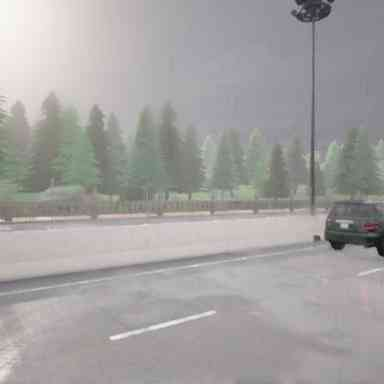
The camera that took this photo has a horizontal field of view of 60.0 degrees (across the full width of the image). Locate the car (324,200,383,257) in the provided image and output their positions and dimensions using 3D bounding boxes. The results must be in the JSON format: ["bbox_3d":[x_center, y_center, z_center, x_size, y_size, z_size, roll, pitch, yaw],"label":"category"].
[{"bbox_3d":[7.747,1.346,13.697,5.566,2.045,2.150,0,0,-35],"label":"car"}]
